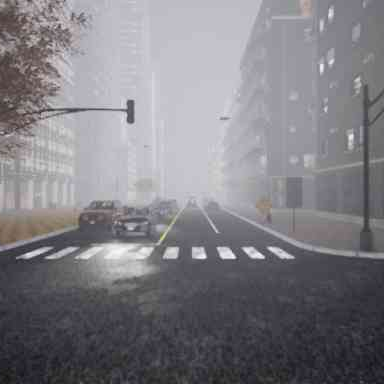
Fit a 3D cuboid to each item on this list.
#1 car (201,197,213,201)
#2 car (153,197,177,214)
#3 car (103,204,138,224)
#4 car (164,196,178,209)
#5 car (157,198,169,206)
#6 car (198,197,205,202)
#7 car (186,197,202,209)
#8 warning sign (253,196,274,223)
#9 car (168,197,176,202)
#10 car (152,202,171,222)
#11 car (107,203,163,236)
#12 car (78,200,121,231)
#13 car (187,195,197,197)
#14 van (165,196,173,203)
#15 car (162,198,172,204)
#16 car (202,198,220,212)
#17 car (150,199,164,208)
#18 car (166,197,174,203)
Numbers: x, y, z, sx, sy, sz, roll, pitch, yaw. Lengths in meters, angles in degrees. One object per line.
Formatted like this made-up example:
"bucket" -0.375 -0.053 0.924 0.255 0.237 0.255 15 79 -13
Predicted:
"car" 2.690 1.819 49.294 1.752 1.417 4.829 0 0 0
"car" -3.084 1.704 38.645 1.882 1.535 5.008 0 0 1
"car" -5.691 1.723 27.033 1.947 1.339 4.313 0 0 0
"car" -3.025 1.770 49.131 1.882 1.535 5.008 0 0 0
"car" -5.690 1.954 65.693 2.008 1.369 4.403 0 0 0
"car" 2.692 2.150 93.306 2.008 1.369 4.403 0 0 0
"car" 0.001 1.851 50.832 2.033 1.411 5.357 0 0 0
"warning sign" 5.069 1.252 23.637 1.300 1.860 1.060 0 0 0
"car" -5.689 2.165 93.306 1.947 1.339 4.313 0 0 0
"car" -3.097 1.767 28.558 1.895 1.301 4.718 0 0 0
"car" -3.098 1.603 19.323 2.128 1.511 4.902 0 0 0
"car" -5.692 1.439 21.512 2.192 1.841 5.009 0 0 0
"car" 0.002 1.592 61.285 2.150 2.045 5.566 0 0 0
"van" -5.690 1.860 82.262 1.690 1.788 3.998 0 0 0
"car" -5.690 2.031 76.738 2.008 1.369 4.403 0 0 0
"car" 2.690 1.823 43.601 1.947 1.339 4.313 0 0 0
"car" -5.690 1.894 54.648 1.947 1.339 4.313 0 0 0
"car" -5.689 2.103 87.783 1.887 1.381 4.507 0 0 0
